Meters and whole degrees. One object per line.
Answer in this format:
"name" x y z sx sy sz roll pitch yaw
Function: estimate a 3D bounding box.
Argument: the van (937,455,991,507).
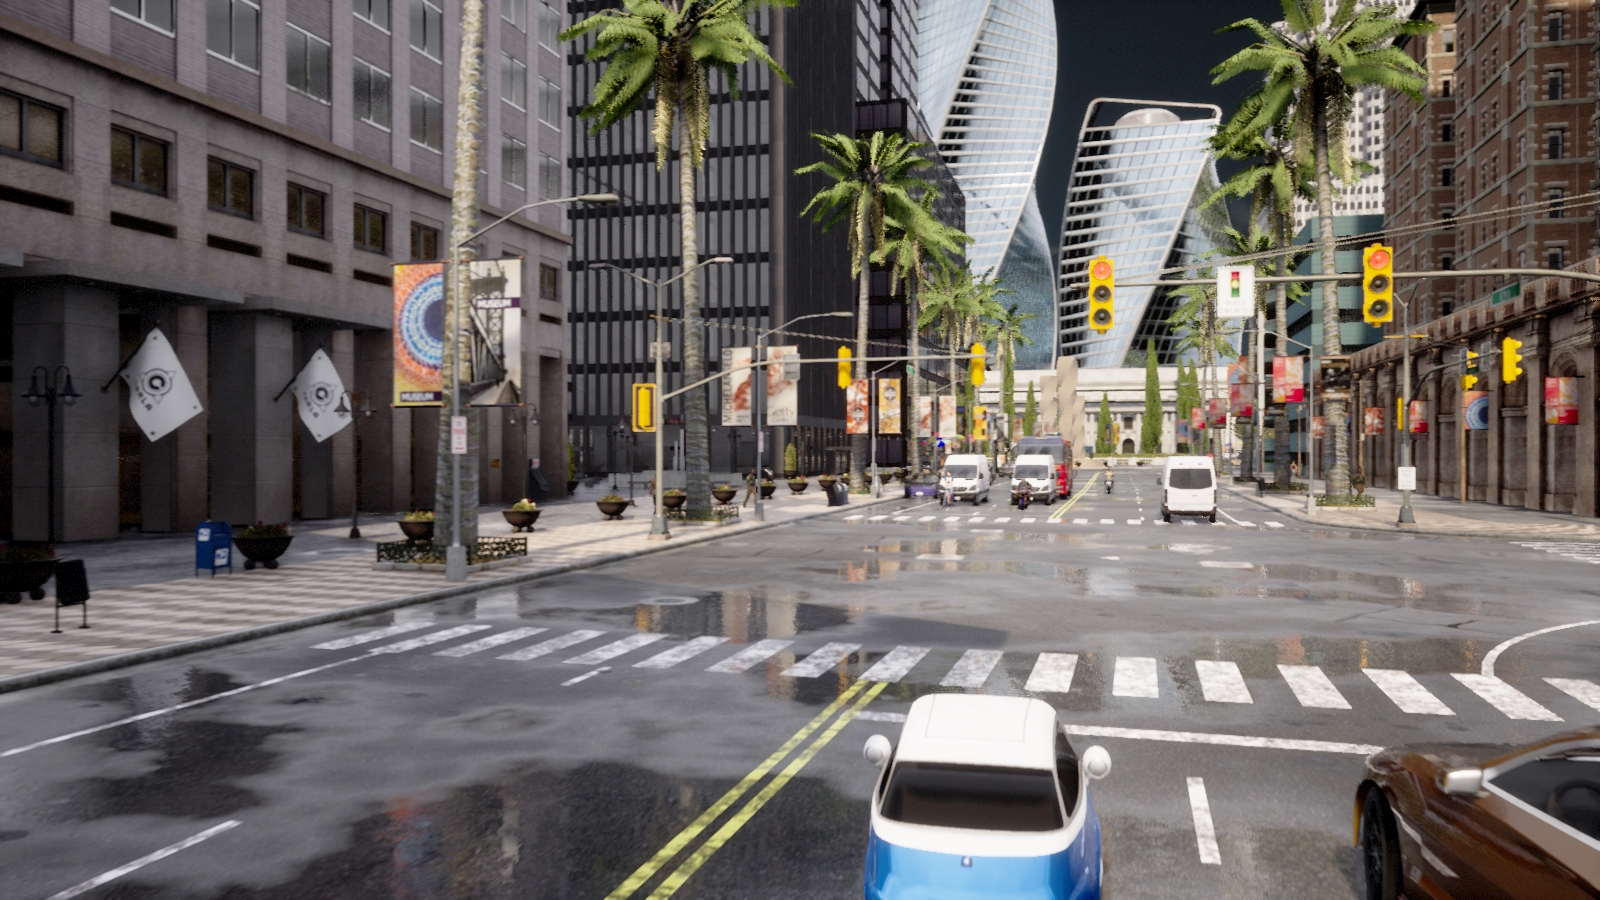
"van" 8.617 1.535 59.698 1.988 2.561 5.915 0 0 16

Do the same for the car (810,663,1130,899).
"car" 1.006 2.120 6.409 1.481 1.376 2.207 0 0 12

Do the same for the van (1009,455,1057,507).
"van" 12.172 1.535 59.392 1.988 2.561 5.915 0 0 16

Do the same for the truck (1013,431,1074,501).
"truck" 14.340 0.891 66.921 2.891 3.827 8.468 0 0 16

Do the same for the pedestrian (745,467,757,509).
"pedestrian" -2.218 1.697 51.384 0.375 1.860 0.375 0 0 40

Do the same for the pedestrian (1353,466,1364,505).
"pedestrian" 26.701 1.699 54.594 0.375 1.860 0.375 0 0 5

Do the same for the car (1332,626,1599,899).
"car" 4.118 1.992 4.897 2.152 1.651 5.027 0 0 11

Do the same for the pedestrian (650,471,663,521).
"pedestrian" -5.326 1.696 42.284 0.375 1.860 0.375 0 0 11

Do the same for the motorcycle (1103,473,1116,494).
"motorcycle" 20.050 2.171 74.088 0.764 1.277 2.356 0 0 16

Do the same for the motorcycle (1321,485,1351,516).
"motorcycle" 23.514 2.206 50.178 0.867 1.251 2.209 0 0 16

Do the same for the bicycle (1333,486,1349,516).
"bicycle" 23.549 2.207 49.732 0.373 1.196 1.643 0 0 16

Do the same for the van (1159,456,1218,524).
"van" 15.754 1.535 46.513 1.988 2.561 5.915 0 0 16
